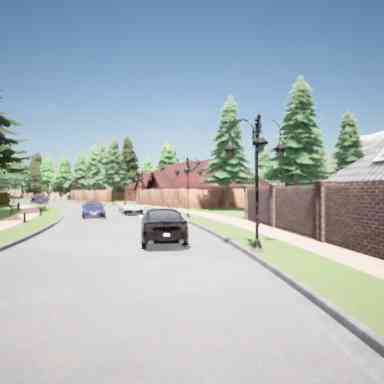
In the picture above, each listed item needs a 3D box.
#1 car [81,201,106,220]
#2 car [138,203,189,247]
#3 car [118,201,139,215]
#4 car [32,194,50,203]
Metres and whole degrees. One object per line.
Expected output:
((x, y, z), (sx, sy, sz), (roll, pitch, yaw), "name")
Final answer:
((-8.438, 1.491, 28.520), (1.812, 1.442, 4.674), (0, 0, -18), "car")
((-1.347, 1.449, 14.913), (1.882, 1.535, 5.008), (0, 0, -9), "car")
((-6.211, 1.548, 33.438), (1.895, 1.301, 4.718), (0, 0, -20), "car")
((-29.244, 1.267, 64.244), (2.097, 1.767, 4.553), (0, 0, -43), "car")
